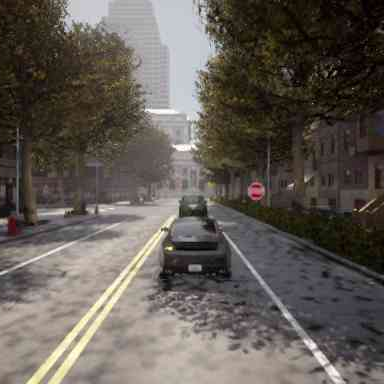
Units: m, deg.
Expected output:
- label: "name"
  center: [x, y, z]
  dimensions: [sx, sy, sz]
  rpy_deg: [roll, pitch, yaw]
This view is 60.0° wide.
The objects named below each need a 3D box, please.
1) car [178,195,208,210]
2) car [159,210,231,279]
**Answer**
- label: "car"
  center: [0.078, 1.223, 26.486]
  dimensions: [2.150, 2.045, 5.566]
  rpy_deg: [0, 0, 0]
- label: "car"
  center: [0.084, 1.505, 10.069]
  dimensions: [1.837, 1.490, 4.892]
  rpy_deg: [0, 0, 0]
